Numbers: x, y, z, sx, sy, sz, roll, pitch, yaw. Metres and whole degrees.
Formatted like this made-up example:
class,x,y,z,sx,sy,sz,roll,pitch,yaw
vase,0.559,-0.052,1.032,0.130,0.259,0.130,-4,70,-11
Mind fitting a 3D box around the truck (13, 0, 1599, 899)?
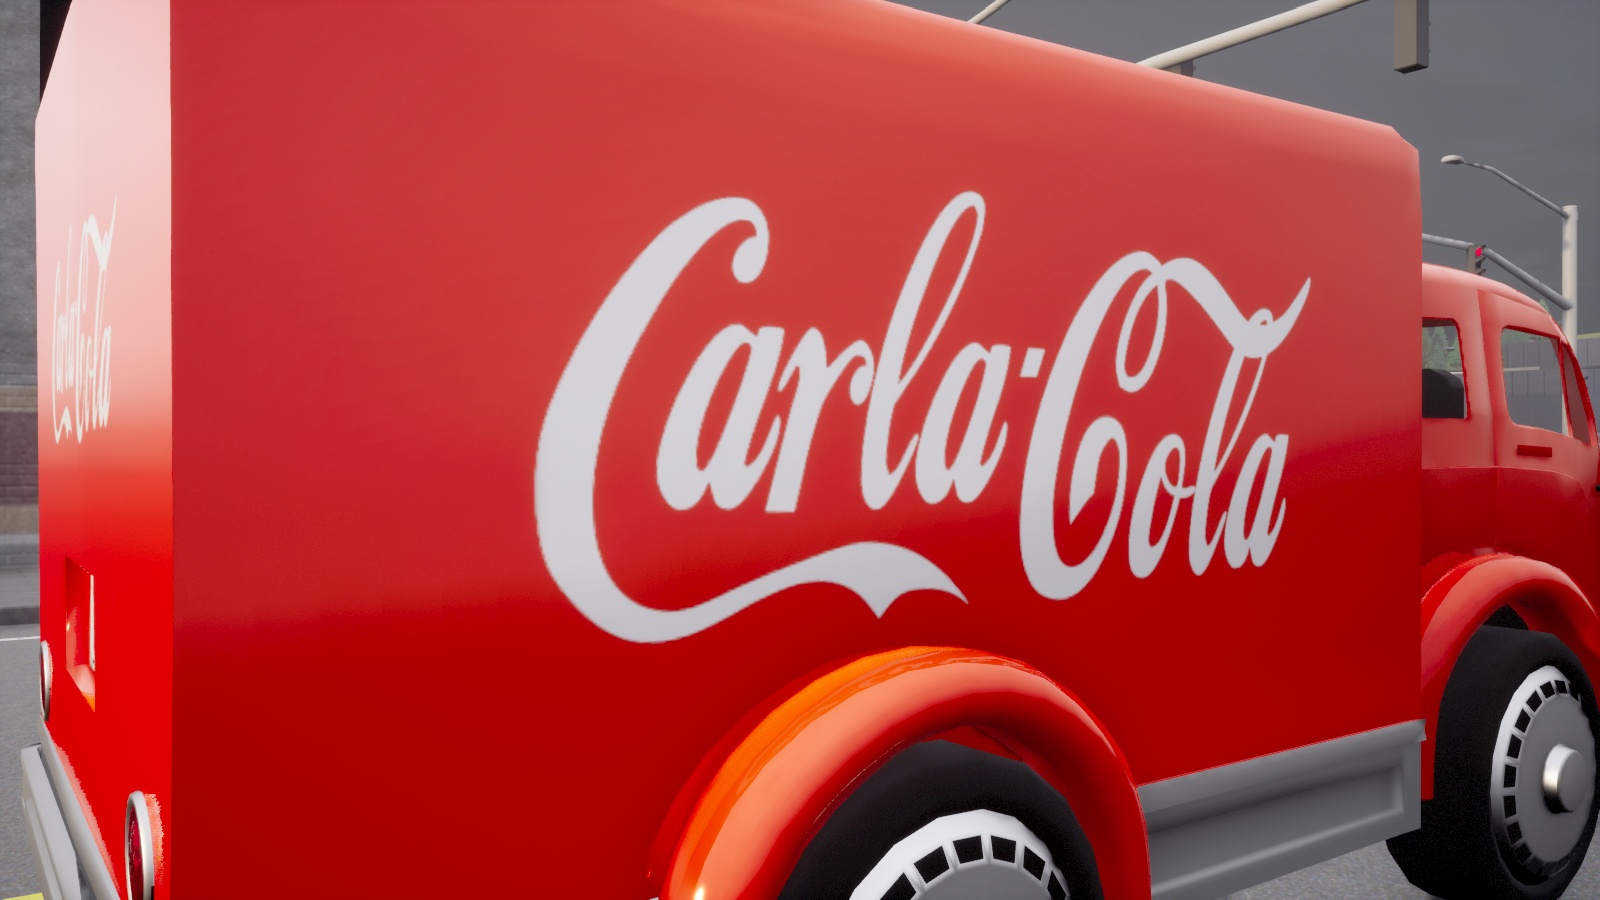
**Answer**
class,x,y,z,sx,sy,sz,roll,pitch,yaw
truck,0.591,0.267,4.070,5.204,2.467,2.627,0,0,-35
